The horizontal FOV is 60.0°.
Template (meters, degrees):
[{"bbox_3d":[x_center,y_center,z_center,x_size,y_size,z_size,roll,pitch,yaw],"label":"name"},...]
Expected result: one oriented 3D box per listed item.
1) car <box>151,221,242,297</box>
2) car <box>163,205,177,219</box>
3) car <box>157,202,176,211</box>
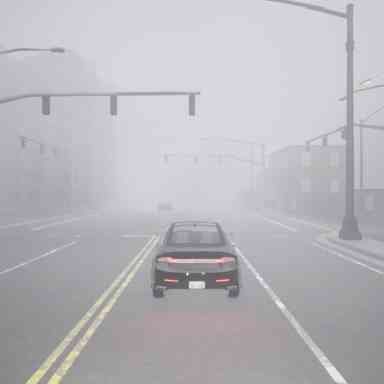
[{"bbox_3d":[0.074,1.491,8.525,2.128,1.511,4.902,0,0,0],"label":"car"},{"bbox_3d":[-3.608,3.303,54.596,1.882,1.535,5.008,0,-11,0],"label":"car"},{"bbox_3d":[-3.607,2.053,45.462,1.994,1.385,4.181,0,-4,0],"label":"car"}]
